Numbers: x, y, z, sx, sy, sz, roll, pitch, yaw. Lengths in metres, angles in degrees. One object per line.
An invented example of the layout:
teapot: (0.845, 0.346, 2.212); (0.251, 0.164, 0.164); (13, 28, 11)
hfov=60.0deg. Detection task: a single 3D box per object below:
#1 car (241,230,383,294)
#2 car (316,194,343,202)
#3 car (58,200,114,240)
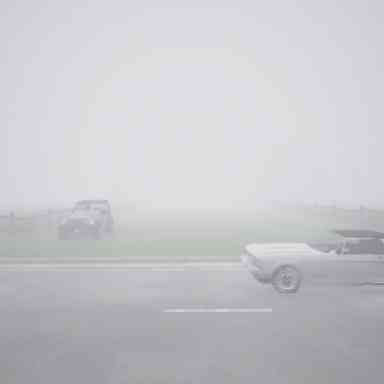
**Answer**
car: (3.629, 1.617, 8.218); (4.718, 1.301, 1.895); (0, 0, 1)
car: (25.651, 1.359, 62.059); (4.605, 1.855, 1.932); (0, 0, 0)
car: (-5.293, 1.351, 17.121); (1.905, 1.878, 3.866); (0, 0, 0)
